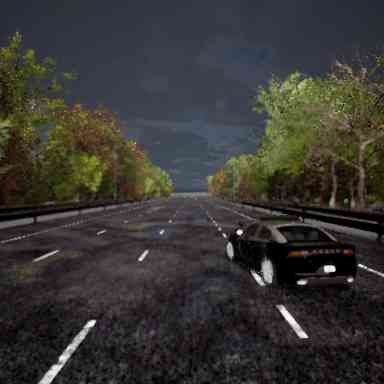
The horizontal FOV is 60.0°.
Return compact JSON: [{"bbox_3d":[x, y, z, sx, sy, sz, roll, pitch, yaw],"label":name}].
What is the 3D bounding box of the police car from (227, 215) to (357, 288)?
[{"bbox_3d":[2.460,1.485,9.672,1.930,1.638,5.238,0,-1,-11],"label":"police car"}]
